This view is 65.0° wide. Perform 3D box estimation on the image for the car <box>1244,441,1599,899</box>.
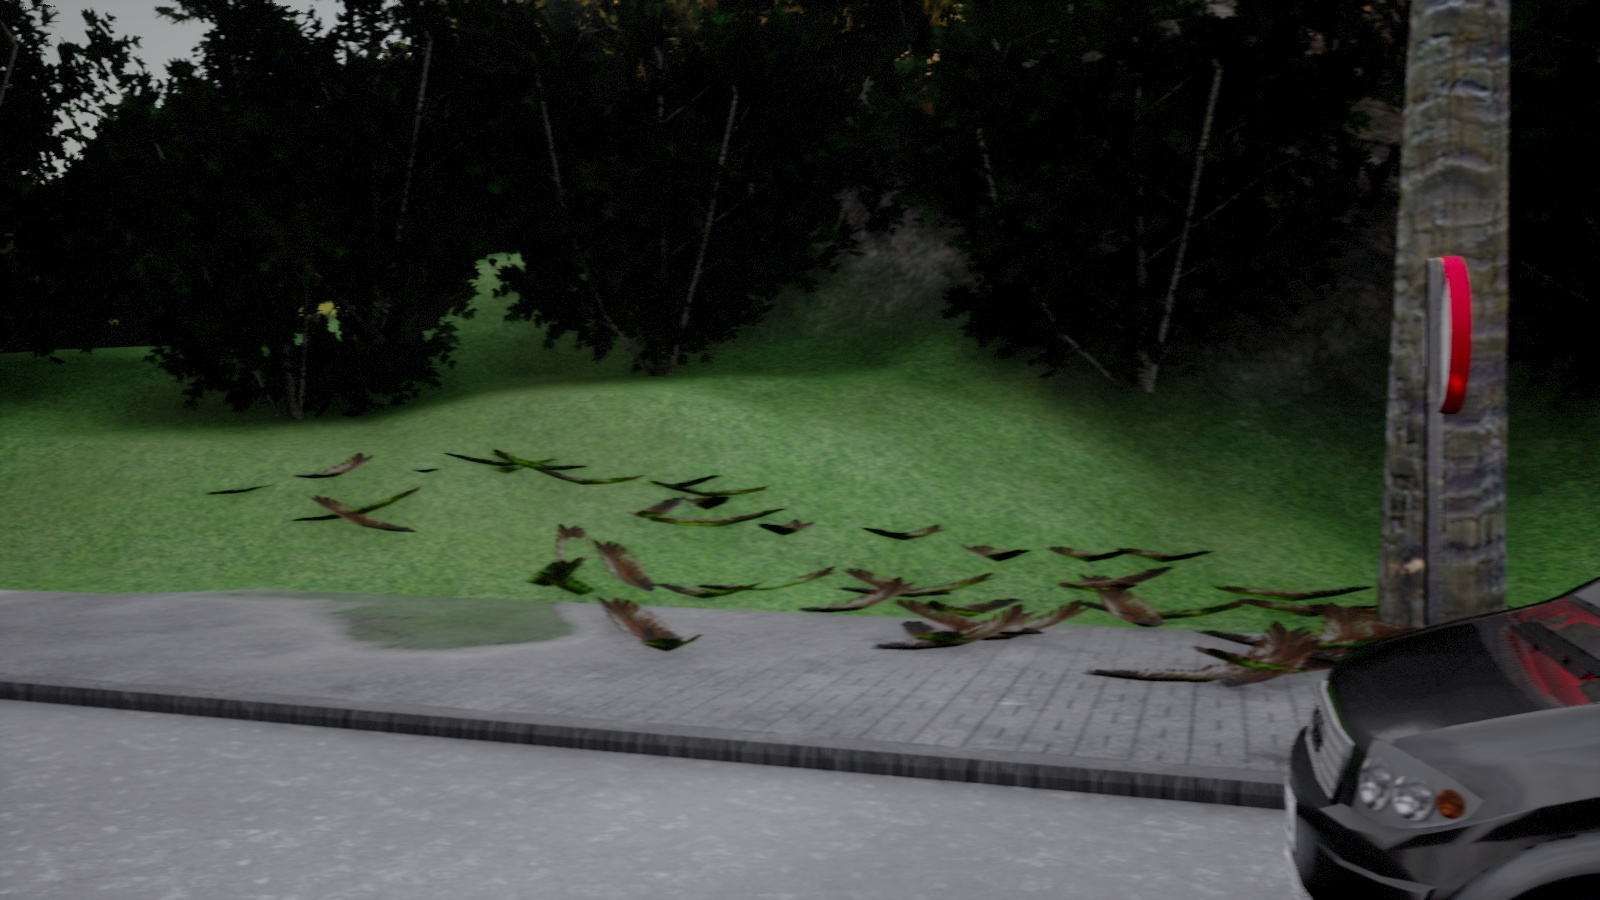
[{"bbox_3d":[2.948,0.771,2.727,3.705,1.549,1.789,0,1,19],"label":"car"}]
